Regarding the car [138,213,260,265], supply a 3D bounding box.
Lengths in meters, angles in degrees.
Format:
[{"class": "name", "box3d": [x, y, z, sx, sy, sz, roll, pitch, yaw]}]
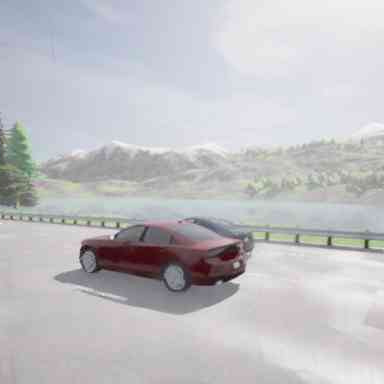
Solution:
[{"class": "car", "box3d": [0.190, 1.594, 12.445, 4.181, 1.385, 1.994, 0, 0, 36]}]

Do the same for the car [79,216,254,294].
[{"class": "car", "box3d": [-1.003, 1.502, 8.996, 5.008, 1.535, 1.882, 0, 0, 36]}]
